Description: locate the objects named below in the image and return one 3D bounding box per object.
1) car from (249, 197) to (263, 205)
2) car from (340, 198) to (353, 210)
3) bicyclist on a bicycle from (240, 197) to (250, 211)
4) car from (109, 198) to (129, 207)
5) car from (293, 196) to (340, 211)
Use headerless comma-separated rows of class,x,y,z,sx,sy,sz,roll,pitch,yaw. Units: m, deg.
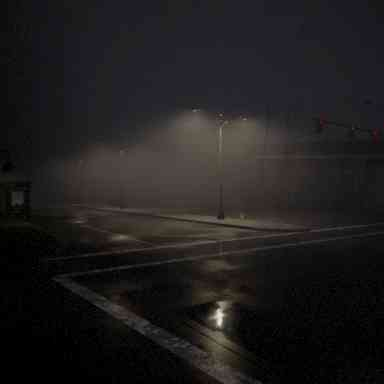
car,11.983,1.564,61.128,1.994,1.385,4.181,0,0,29
car,18.095,1.456,42.034,1.970,1.475,3.806,0,0,-35
bicyclist on a bicycle,6.255,1.430,39.740,1.656,1.620,0.582,-6,-7,-37
car,-11.165,1.564,50.694,1.994,1.385,4.181,0,0,-35
car,13.834,1.295,38.106,2.242,1.667,4.611,0,0,-35
